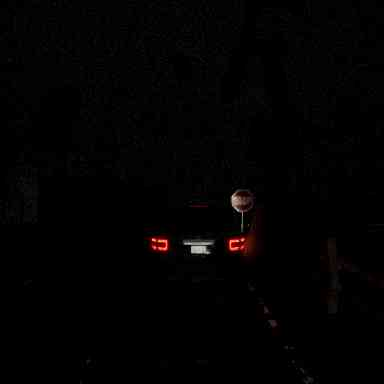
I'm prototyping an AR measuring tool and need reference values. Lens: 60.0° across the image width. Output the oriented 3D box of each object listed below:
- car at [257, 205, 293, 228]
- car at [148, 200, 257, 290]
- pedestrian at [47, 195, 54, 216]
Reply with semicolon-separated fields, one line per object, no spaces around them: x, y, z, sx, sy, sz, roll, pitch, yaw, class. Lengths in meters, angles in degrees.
4.213;1.566;22.387;5.008;1.535;1.882;1;-1;0;car
0.116;1.223;9.209;2.150;2.045;5.566;0;0;0;car
-12.094;1.140;28.368;0.375;1.860;0.375;0;-2;0;pedestrian
